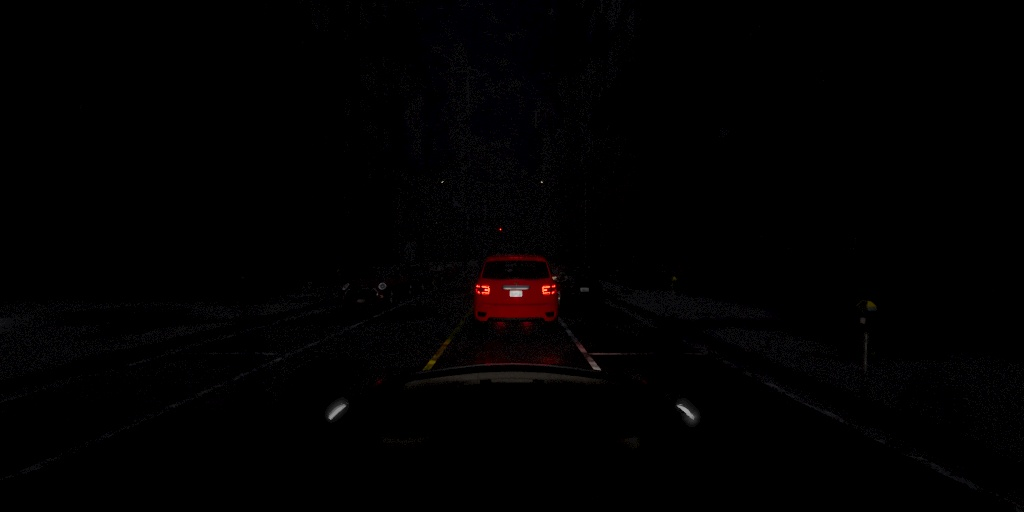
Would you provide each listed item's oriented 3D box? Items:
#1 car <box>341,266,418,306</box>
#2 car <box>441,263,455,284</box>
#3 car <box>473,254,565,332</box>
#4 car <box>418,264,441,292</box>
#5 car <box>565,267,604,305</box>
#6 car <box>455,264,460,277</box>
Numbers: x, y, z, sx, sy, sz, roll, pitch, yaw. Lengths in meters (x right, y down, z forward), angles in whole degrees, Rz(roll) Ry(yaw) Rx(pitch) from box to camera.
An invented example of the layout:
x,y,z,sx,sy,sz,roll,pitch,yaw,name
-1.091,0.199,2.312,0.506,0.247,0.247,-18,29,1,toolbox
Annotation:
x,y,z,sx,sy,sz,roll,pitch,yaw,name
-5.763,1.188,15.663,1.967,1.591,4.097,0,0,0,car
-5.761,1.300,26.674,2.007,1.370,4.403,0,0,0,car
0.103,0.970,11.023,2.150,2.045,5.566,0,0,0,car
-5.762,1.315,21.169,1.948,1.339,4.313,0,0,0,car
2.763,1.314,15.662,1.948,1.339,4.313,0,0,0,car
-5.760,1.295,32.179,1.888,1.381,4.507,0,0,0,car
